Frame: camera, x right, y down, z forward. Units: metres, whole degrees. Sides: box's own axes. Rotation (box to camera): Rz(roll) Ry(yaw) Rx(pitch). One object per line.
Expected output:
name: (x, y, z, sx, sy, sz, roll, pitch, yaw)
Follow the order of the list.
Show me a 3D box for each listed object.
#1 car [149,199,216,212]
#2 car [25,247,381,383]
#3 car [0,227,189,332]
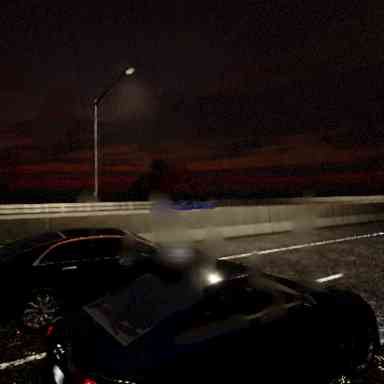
car: (-0.530, 1.190, 20.687, 4.674, 1.442, 1.812, 0, 0, -35)
car: (0.463, 1.552, 4.076, 4.181, 1.385, 1.994, 0, 0, -35)
car: (-1.782, 1.494, 6.774, 4.892, 1.490, 1.837, 0, 0, -35)
